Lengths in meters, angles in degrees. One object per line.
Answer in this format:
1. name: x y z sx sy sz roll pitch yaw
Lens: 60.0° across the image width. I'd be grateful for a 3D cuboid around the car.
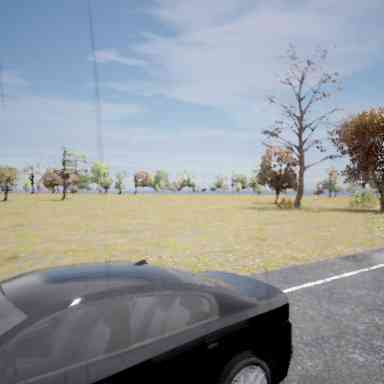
1. car: -1.198 1.477 3.014 5.008 1.535 1.882 0 0 -36
